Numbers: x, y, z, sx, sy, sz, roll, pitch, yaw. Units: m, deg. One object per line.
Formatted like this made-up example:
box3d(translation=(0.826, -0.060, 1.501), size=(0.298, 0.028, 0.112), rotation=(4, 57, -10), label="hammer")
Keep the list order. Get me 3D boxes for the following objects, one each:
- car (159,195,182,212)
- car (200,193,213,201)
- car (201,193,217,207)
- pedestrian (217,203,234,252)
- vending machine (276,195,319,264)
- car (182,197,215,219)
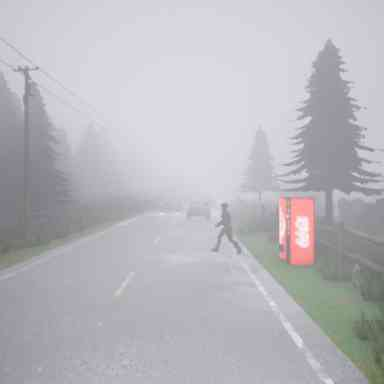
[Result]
box3d(translation=(-2.173, 1.184, 35.192), size=(2.097, 1.767, 4.553), rotation=(0, 0, 5), label="car")
box3d(translation=(3.180, 1.012, 72.493), size=(2.097, 1.767, 4.553), rotation=(0, 0, 11), label="car")
box3d(translation=(2.084, 1.143, 44.940), size=(2.097, 1.767, 4.553), rotation=(0, 1, 10), label="car")
box3d(translation=(1.169, 1.238, 11.608), size=(0.375, 1.860, 0.375), rotation=(0, 0, 0), label="pedestrian")
box3d(translation=(3.334, 1.145, 10.599), size=(1.100, 2.100, 0.880), rotation=(0, 0, 0), label="vending machine")
box3d(translation=(0.616, 1.417, 27.581), size=(2.033, 1.411, 5.357), rotation=(0, 0, 4), label="car")
